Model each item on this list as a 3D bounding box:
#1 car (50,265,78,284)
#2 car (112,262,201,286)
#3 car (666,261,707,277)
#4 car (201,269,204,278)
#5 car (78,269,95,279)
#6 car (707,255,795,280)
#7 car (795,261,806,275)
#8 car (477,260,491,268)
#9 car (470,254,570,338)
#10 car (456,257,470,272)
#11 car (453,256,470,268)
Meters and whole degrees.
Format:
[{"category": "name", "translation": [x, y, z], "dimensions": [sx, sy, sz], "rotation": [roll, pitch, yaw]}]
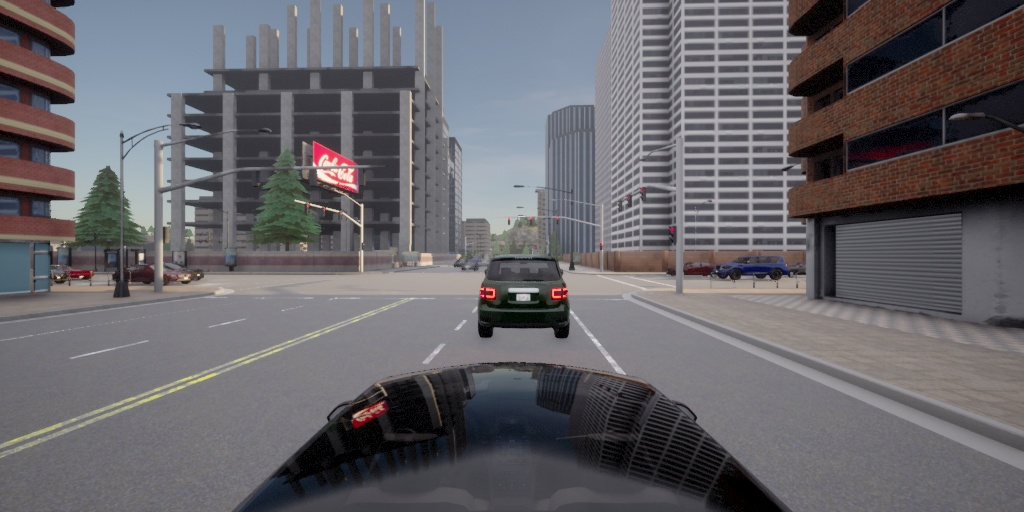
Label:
[{"category": "car", "translation": [-34.010, 1.254, 25.046], "dimensions": [4.892, 1.490, 1.837], "rotation": [0, 0, 2]}, {"category": "car", "translation": [-24.764, 1.275, 24.746], "dimensions": [4.674, 1.442, 1.812], "rotation": [0, 0, 2]}, {"category": "car", "translation": [17.306, 1.227, 34.083], "dimensions": [5.008, 1.535, 1.882], "rotation": [0, 0, 2]}, {"category": "car", "translation": [-27.207, 1.227, 28.327], "dimensions": [5.008, 1.535, 1.882], "rotation": [0, 0, 2]}, {"category": "car", "translation": [-36.499, 1.350, 28.630], "dimensions": [4.718, 1.301, 1.895], "rotation": [0, 0, 2]}, {"category": "car", "translation": [20.222, 0.971, 30.490], "dimensions": [5.566, 2.045, 2.150], "rotation": [0, 0, 2]}, {"category": "car", "translation": [27.236, 1.241, 33.751], "dimensions": [4.902, 1.511, 2.128], "rotation": [0, 0, 2]}, {"category": "car", "translation": [-4.841, 1.349, 62.182], "dimensions": [1.895, 1.301, 4.718], "rotation": [0, 0, 3]}, {"category": "car", "translation": [0.338, 0.971, 10.294], "dimensions": [2.150, 2.045, 5.566], "rotation": [0, 0, 2]}, {"category": "car", "translation": [-5.427, 1.240, 46.535], "dimensions": [2.128, 1.511, 4.902], "rotation": [0, 0, 1]}, {"category": "car", "translation": [-8.459, 1.252, 59.362], "dimensions": [1.837, 1.490, 4.892], "rotation": [0, 0, 2]}]
